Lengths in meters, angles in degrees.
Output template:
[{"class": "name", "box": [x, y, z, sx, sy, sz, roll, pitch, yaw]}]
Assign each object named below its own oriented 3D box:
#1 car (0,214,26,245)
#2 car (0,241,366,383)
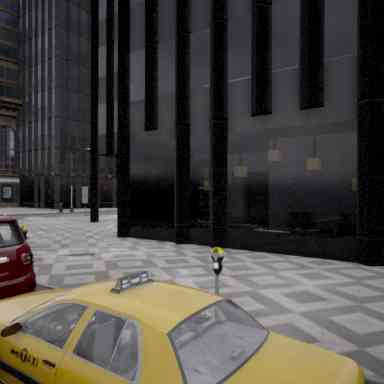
[{"class": "car", "box": [-5.109, 1.313, 6.560, 5.009, 1.841, 2.192, 0, 0, 35]}, {"class": "car", "box": [-0.814, 1.525, 3.531, 4.829, 1.417, 1.752, 0, 0, 35]}]
